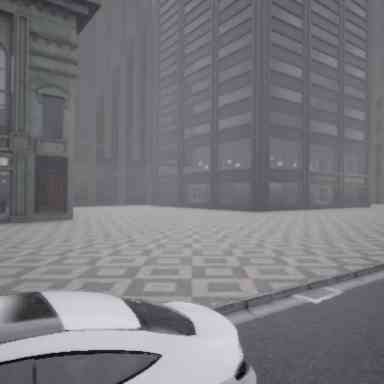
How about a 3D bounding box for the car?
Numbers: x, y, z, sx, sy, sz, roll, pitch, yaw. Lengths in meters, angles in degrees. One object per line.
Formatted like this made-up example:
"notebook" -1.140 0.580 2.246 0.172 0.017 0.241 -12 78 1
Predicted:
"car" -1.598 1.529 2.112 4.674 1.442 1.812 0 0 -35
